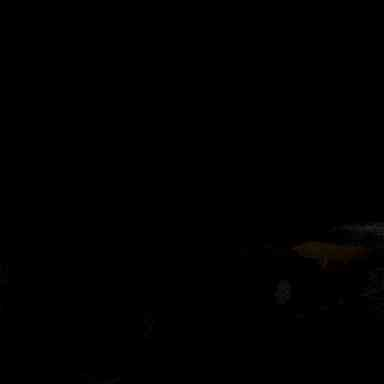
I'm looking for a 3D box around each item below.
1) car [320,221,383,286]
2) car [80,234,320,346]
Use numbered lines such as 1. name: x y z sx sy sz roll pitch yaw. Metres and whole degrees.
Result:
1. car: 4.569 1.550 9.447 4.829 1.417 1.752 0 0 -36
2. car: 0.215 1.555 6.341 4.507 1.381 1.887 0 0 -36
